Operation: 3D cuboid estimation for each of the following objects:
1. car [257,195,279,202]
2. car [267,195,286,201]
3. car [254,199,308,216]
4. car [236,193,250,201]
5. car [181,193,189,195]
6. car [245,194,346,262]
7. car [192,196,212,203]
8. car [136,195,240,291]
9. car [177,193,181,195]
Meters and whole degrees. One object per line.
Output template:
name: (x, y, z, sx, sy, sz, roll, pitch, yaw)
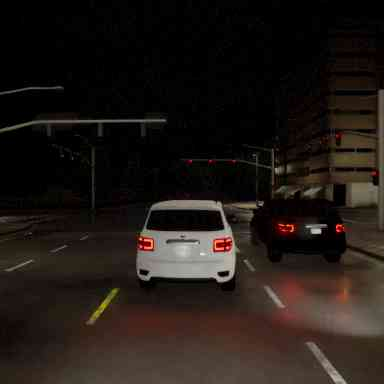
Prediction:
car: (18.268, 1.540, 80.287, 5.357, 1.411, 2.033, 0, 0, -33)
car: (21.912, 1.524, 86.309, 4.674, 1.442, 1.812, 0, 0, -22)
car: (8.812, 1.535, 33.195, 4.892, 1.490, 1.837, 1, 0, 0)
car: (13.140, 1.225, 80.799, 5.566, 2.045, 2.150, 0, 0, -41)
car: (-1.932, 1.222, 63.005, 2.150, 2.045, 5.566, 0, 0, 15)
car: (3.588, 1.221, 12.245, 2.150, 2.045, 5.566, 0, 0, 0)
car: (2.286, 1.540, 73.343, 2.033, 1.411, 5.357, 0, 0, 31)
car: (0.024, 1.221, 9.222, 2.150, 2.045, 5.566, 0, 0, 4)
car: (-3.297, 1.352, 51.962, 2.097, 1.767, 4.553, 0, 0, 3)
